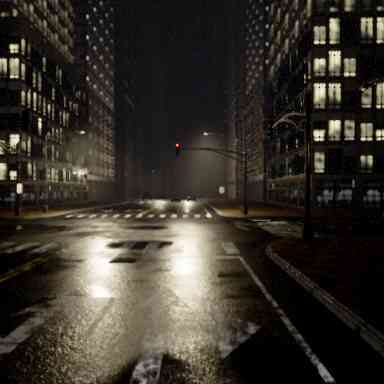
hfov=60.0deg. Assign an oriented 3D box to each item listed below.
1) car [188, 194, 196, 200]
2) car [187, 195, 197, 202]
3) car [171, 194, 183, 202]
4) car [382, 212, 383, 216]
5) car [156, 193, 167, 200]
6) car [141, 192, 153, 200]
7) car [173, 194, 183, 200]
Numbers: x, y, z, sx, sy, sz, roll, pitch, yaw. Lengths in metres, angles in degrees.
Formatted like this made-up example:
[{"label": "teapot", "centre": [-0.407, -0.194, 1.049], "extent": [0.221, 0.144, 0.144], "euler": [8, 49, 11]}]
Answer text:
[{"label": "car", "centre": [-0.007, 1.252, 78.186], "extent": [1.895, 1.301, 4.718], "euler": [0, 0, 0]}, {"label": "car", "centre": [-0.006, 1.357, 67.739], "extent": [2.033, 1.411, 5.357], "euler": [0, 0, 0]}, {"label": "car", "centre": [-3.257, 1.359, 67.321], "extent": [2.033, 1.411, 5.357], "euler": [0, 0, 0]}, {"label": "car", "centre": [17.085, 1.432, 25.156], "extent": [4.829, 1.417, 1.752], "euler": [0, 0, 2]}, {"label": "car", "centre": [-6.507, 0.978, 71.905], "extent": [1.994, 1.385, 4.181], "euler": [0, 0, 0]}, {"label": "car", "centre": [-9.757, 0.781, 71.934], "extent": [2.097, 1.767, 4.553], "euler": [0, 0, 0]}, {"label": "car", "centre": [-3.258, 1.193, 77.739], "extent": [1.994, 1.385, 4.181], "euler": [0, 0, 0]}]
